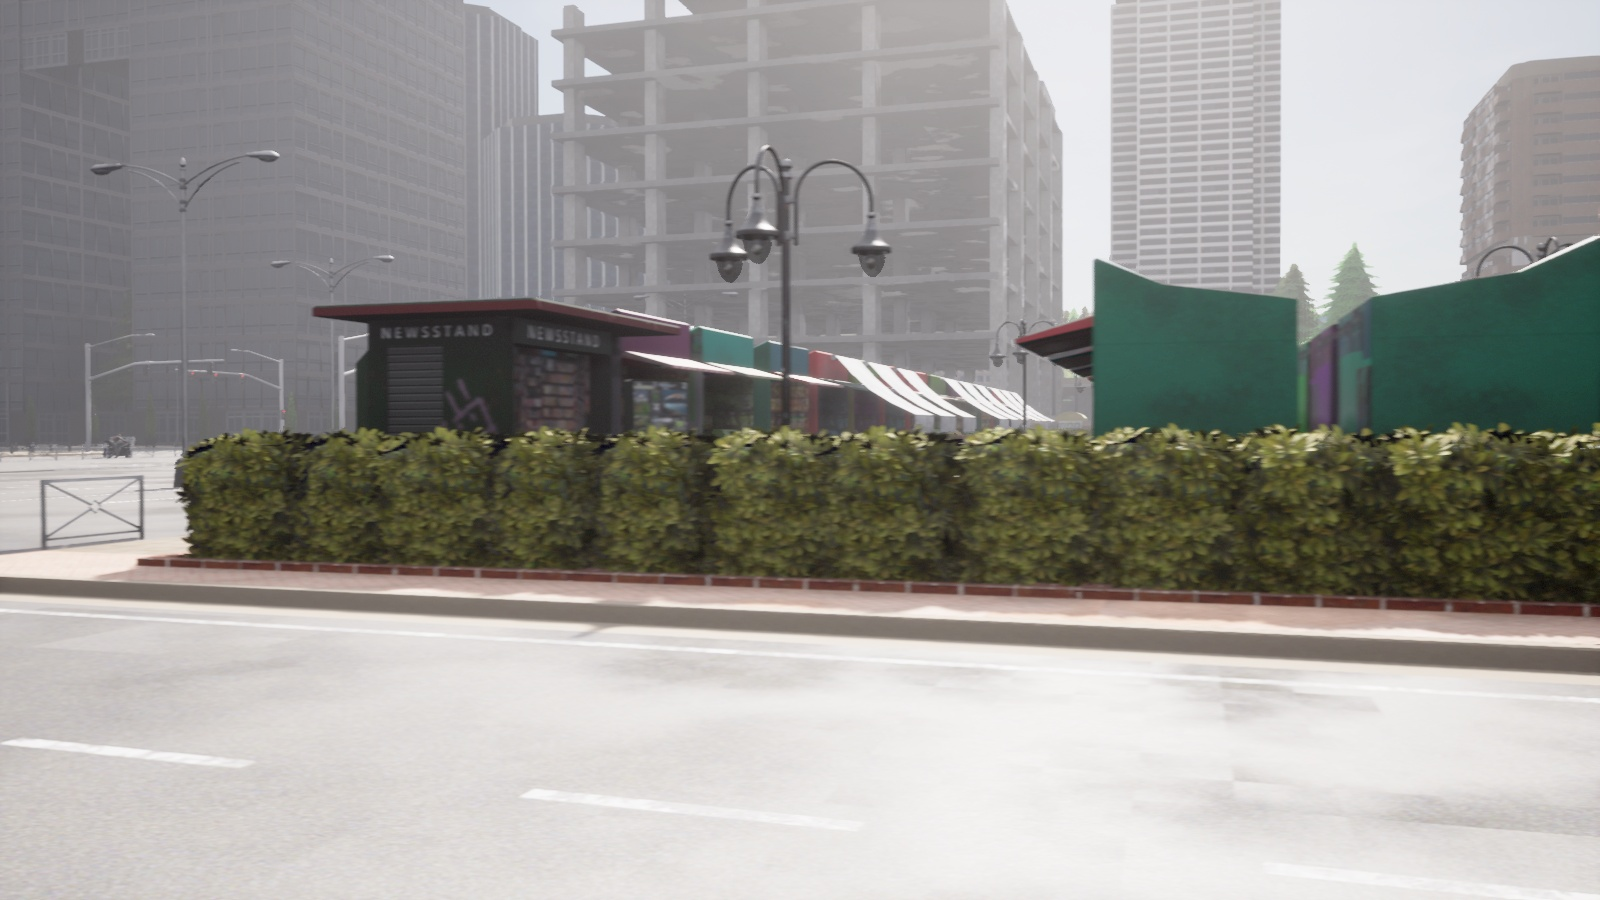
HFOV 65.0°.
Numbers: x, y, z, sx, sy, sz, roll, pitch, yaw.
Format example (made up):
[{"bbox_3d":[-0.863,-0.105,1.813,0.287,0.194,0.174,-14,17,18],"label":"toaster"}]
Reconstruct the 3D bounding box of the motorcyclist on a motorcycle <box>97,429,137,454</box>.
[{"bbox_3d":[-41.668,-0.523,76.644,0.866,1.530,2.191,0,1,17],"label":"motorcyclist on a motorcycle"}]
